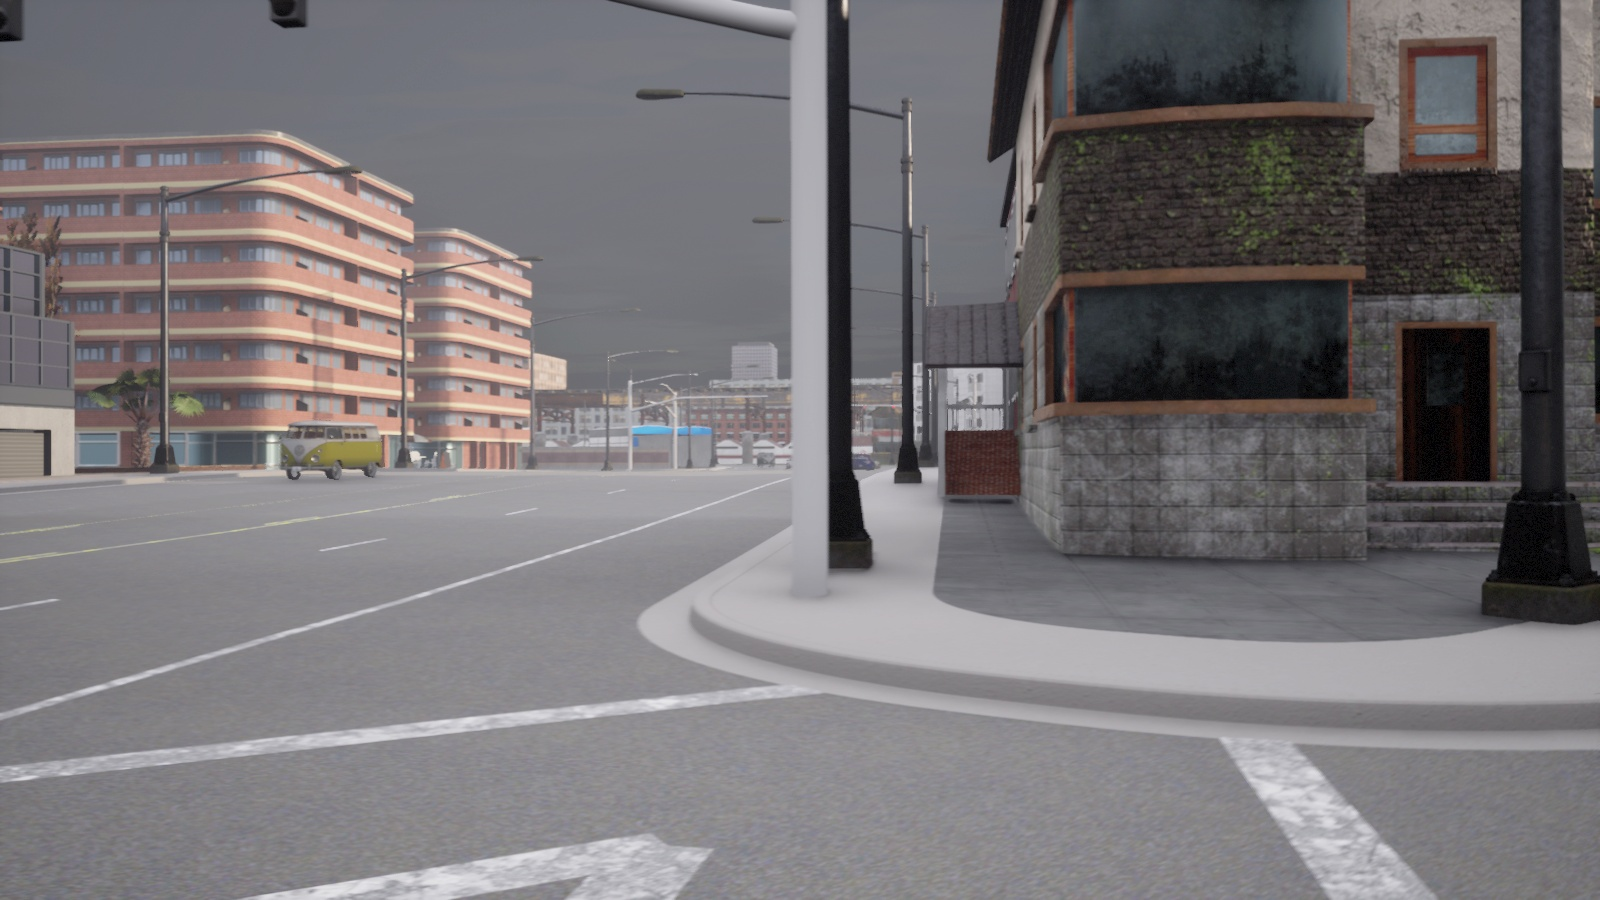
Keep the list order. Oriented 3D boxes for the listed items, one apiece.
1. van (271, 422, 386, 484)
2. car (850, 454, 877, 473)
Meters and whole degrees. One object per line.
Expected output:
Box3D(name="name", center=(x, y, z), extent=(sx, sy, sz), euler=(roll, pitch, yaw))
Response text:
Box3D(name="van", center=(-15.992, 0.060, 42.846), extent=(1.775, 1.987, 4.442), euler=(0, 1, 7))
Box3D(name="car", center=(5.014, 1.044, 98.468), extent=(1.812, 1.442, 4.674), euler=(0, -1, 7))
